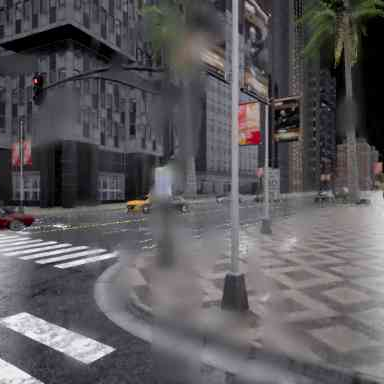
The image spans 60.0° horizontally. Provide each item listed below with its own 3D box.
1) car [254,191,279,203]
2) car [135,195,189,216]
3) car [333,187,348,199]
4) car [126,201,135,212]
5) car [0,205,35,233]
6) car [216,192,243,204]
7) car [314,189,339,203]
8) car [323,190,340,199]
[{"bbox_3d":[10.126,0.575,45.157,2.097,1.767,4.553,0,1,36],"label":"car"},{"bbox_3d":[-2.180,1.090,27.870,1.837,1.490,4.892,0,1,35],"label":"car"},{"bbox_3d":[23.672,0.232,52.772,2.150,2.045,5.566,0,1,36],"label":"car"},{"bbox_3d":[-3.970,1.031,30.963,1.882,1.535,5.008,0,1,35],"label":"car"},{"bbox_3d":[-10.406,1.438,16.259,1.895,1.301,4.718,0,1,35],"label":"car"},{"bbox_3d":[4.888,0.781,43.429,2.128,1.511,4.902,0,1,36],"label":"car"},{"bbox_3d":[17.810,0.677,44.492,1.837,1.490,4.892,0,1,35],"label":"car"},{"bbox_3d":[25.759,0.353,61.331,1.882,1.535,5.008,0,1,36],"label":"car"}]
